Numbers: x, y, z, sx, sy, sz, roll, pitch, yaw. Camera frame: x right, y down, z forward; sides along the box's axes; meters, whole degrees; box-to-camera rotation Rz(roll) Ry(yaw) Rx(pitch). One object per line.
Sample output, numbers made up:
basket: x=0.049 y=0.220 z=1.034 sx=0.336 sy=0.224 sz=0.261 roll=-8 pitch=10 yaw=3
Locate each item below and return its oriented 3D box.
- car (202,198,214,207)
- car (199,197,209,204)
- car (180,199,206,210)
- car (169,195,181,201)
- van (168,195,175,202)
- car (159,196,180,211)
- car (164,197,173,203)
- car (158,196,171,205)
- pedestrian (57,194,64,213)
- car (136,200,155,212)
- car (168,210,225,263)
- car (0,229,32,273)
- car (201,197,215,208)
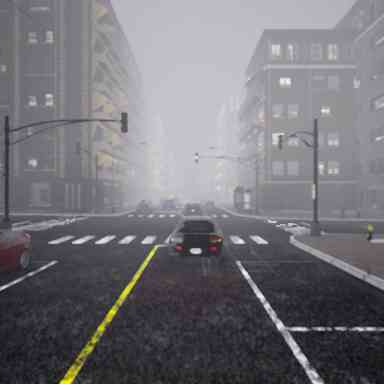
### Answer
car: x=2.681 y=1.848 z=57.898 sx=1.887 sy=1.381 sz=4.507 roll=0 pitch=0 yaw=0
car: x=2.678 y=1.833 z=74.816 sx=1.967 sy=1.590 sz=4.097 roll=0 pitch=0 yaw=0
car: x=0.095 y=1.739 z=33.589 sx=1.994 sy=1.385 sz=4.181 roll=0 pitch=0 yaw=0
car: x=-3.050 y=1.670 z=60.713 sx=2.097 sy=1.767 sz=4.553 roll=0 pitch=0 yaw=1
van: x=-5.704 y=1.822 z=91.737 sx=1.690 sy=1.788 sz=3.998 roll=0 pitch=0 yaw=0
car: x=-3.088 y=1.717 z=45.801 sx=1.882 sy=1.535 sz=5.008 roll=0 pitch=0 yaw=0
car: x=-5.702 y=1.947 z=80.288 sx=1.752 sy=1.417 sz=4.829 roll=0 pitch=0 yaw=0
car: x=-5.702 y=1.678 z=69.181 sx=2.192 sy=1.841 sz=5.009 roll=0 pitch=0 yaw=0
pedestrian: x=-12.716 y=1.070 z=31.983 sx=0.375 sy=1.860 sz=0.375 roll=0 pitch=-1 yaw=-1
car: x=-5.698 y=1.654 z=40.988 sx=1.967 sy=1.590 sz=4.097 roll=0 pitch=0 yaw=0
car: x=0.223 y=1.589 z=12.120 sx=1.812 sy=1.442 sz=4.674 roll=0 pitch=0 yaw=3
car: x=-5.693 y=1.627 z=8.577 sx=1.802 sy=1.307 sz=4.206 roll=0 pitch=0 yaw=0
car: x=2.681 y=1.824 z=52.260 sx=2.008 sy=1.369 sz=4.403 roll=0 pitch=0 yaw=0
